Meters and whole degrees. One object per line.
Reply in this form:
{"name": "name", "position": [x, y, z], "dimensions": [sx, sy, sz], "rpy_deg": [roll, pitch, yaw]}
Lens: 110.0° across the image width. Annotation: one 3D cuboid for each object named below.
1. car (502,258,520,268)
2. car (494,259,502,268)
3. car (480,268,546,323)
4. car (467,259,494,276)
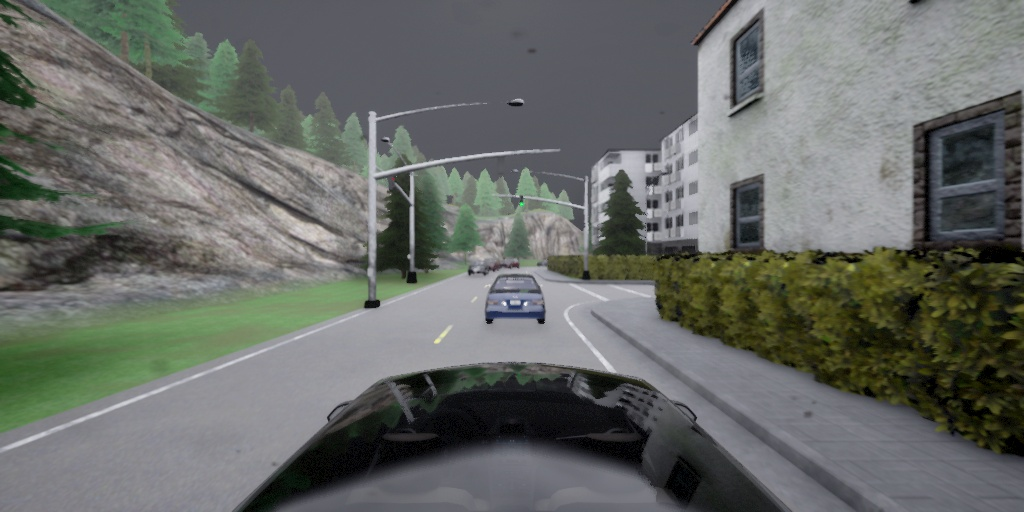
{"name": "car", "position": [-0.431, 1.136, 56.546], "dimensions": [2.097, 1.767, 4.553], "rpy_deg": [0, 0, 25]}
{"name": "car", "position": [-2.982, 1.130, 46.630], "dimensions": [2.097, 1.767, 4.553], "rpy_deg": [0, 0, 7]}
{"name": "car", "position": [0.124, 1.304, 12.192], "dimensions": [2.033, 1.411, 5.357], "rpy_deg": [0, 0, 1]}
{"name": "car", "position": [-3.471, 1.264, 37.557], "dimensions": [2.128, 1.511, 4.902], "rpy_deg": [0, 0, 2]}
